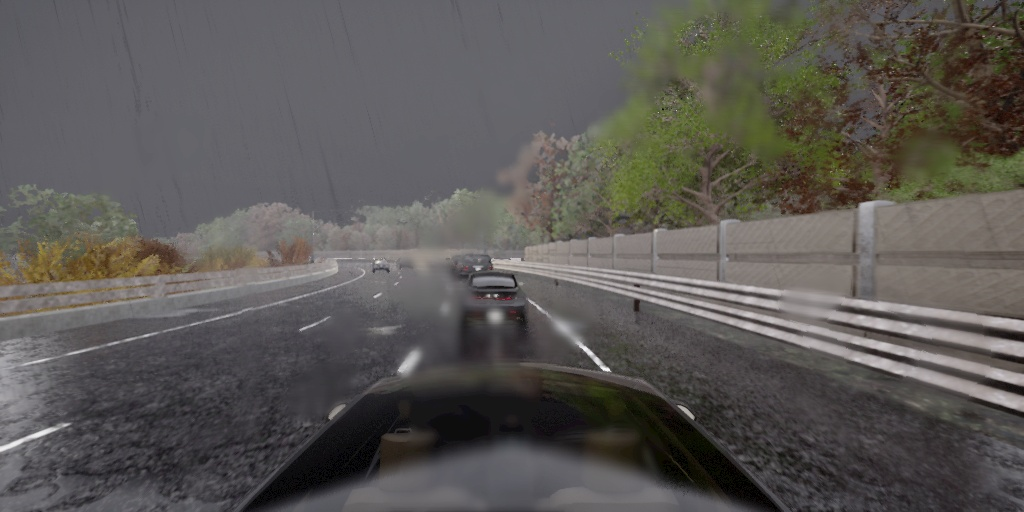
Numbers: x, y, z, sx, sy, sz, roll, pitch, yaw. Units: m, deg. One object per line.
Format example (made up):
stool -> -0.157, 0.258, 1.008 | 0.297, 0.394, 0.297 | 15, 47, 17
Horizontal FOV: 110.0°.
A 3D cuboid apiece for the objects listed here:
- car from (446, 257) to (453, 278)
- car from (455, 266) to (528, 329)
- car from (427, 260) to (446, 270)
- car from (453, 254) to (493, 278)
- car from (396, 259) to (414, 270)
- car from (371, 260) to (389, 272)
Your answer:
car -> -4.444, 0.855, 32.308 | 2.150, 2.045, 5.566 | 0, 1, -15
car -> -0.642, 1.217, 11.177 | 1.837, 1.490, 4.892 | 0, 0, -6
car -> -9.769, 1.177, 46.621 | 1.895, 1.301, 4.718 | 0, 0, -24
car -> -2.506, 0.882, 23.743 | 2.150, 2.045, 5.566 | 0, 0, -11
car -> -14.338, 1.078, 48.147 | 1.837, 1.490, 4.892 | 0, 0, -25
car -> -15.542, 1.144, 42.343 | 2.033, 1.411, 5.357 | 0, 0, -22
